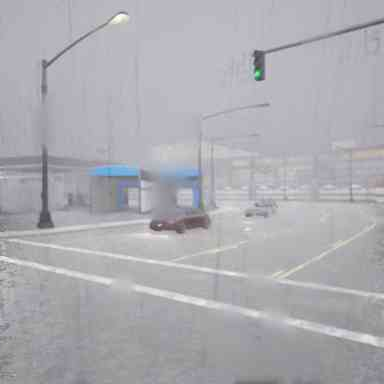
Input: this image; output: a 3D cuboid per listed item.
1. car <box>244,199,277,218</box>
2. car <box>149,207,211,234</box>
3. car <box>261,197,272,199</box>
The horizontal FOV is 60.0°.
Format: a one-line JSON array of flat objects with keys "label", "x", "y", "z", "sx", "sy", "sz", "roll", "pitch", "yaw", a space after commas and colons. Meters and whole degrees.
[{"label": "car", "x": 6.265, "y": 1.629, "z": 30.347, "sx": 1.895, "sy": 1.301, "sz": 4.718, "roll": 0, "pitch": 0, "yaw": 26}, {"label": "car", "x": -0.633, "y": 1.627, "z": 19.943, "sx": 1.994, "sy": 1.385, "sz": 4.181, "roll": 0, "pitch": 0, "yaw": 36}, {"label": "car", "x": 10.493, "y": 1.517, "z": 46.448, "sx": 2.128, "sy": 1.511, "sz": 4.902, "roll": 0, "pitch": 0, "yaw": 2}]
